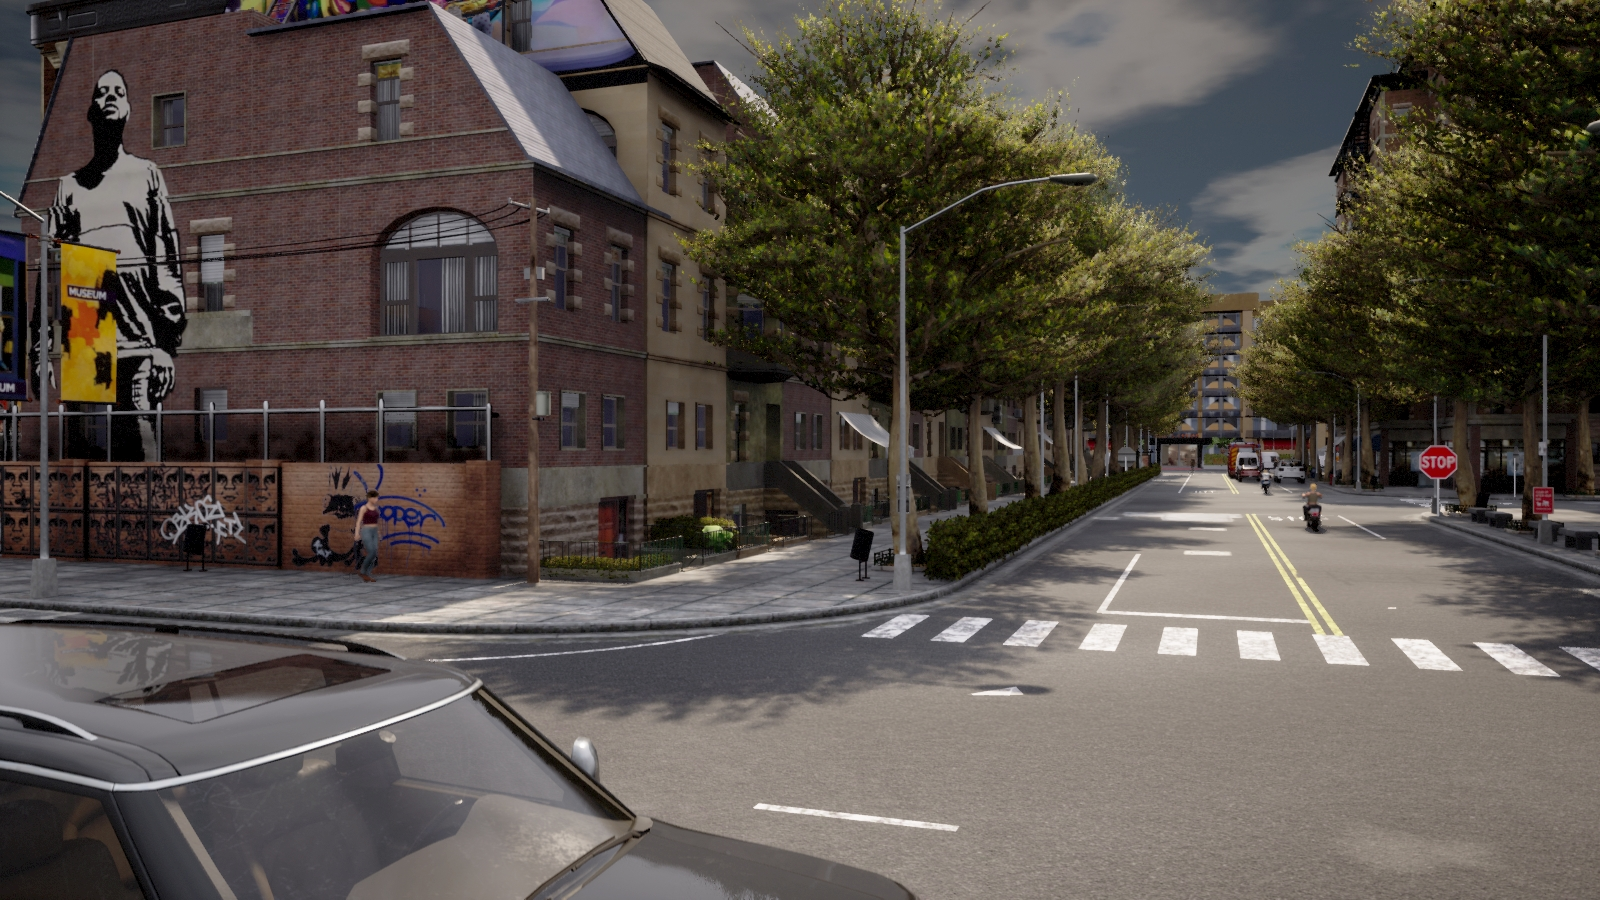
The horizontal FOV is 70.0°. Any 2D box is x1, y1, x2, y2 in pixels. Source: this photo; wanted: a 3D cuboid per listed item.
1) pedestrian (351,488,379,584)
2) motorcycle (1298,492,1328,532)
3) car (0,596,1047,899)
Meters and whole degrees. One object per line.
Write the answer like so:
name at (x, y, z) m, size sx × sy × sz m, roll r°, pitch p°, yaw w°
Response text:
pedestrian at (-8.667, 1.702, 22.770) m, size 0.375 × 1.860 × 0.375 m, roll 0°, pitch 0°, yaw 22°
motorcycle at (18.150, 2.169, 40.470) m, size 0.764 × 1.277 × 2.356 m, roll 0°, pitch 0°, yaw 20°
car at (-2.100, 1.783, 4.031) m, size 5.566 × 2.045 × 2.150 m, roll 0°, pitch 0°, yaw 20°
